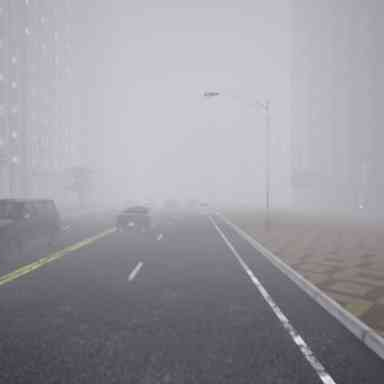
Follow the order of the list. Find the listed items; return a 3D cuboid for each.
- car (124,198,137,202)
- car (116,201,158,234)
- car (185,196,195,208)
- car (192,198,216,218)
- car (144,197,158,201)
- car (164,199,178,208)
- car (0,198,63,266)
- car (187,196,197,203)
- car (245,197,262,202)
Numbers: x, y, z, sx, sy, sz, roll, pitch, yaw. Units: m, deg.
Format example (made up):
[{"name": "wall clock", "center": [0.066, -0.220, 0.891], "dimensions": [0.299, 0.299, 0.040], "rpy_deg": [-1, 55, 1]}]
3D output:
[{"name": "car", "center": [-9.783, 1.710, 53.084], "dimensions": [1.994, 1.385, 4.181], "rpy_deg": [0, 0, 1]}, {"name": "car", "center": [-3.150, 1.532, 19.745], "dimensions": [1.882, 1.535, 5.008], "rpy_deg": [0, 0, 0]}, {"name": "car", "center": [0.007, 1.618, 50.896], "dimensions": [1.882, 1.535, 5.008], "rpy_deg": [0, 0, 0]}, {"name": "car", "center": [1.139, 1.612, 31.161], "dimensions": [1.812, 1.442, 4.674], "rpy_deg": [0, 0, 0]}, {"name": "car", "center": [-6.548, 1.623, 52.860], "dimensions": [1.882, 1.535, 5.008], "rpy_deg": [0, 0, 0]}, {"name": "car", "center": [-3.147, 1.702, 50.087], "dimensions": [1.994, 1.385, 4.181], "rpy_deg": [0, 0, 0]}, {"name": "car", "center": [-6.599, 1.255, 12.005], "dimensions": [2.150, 2.045, 5.566], "rpy_deg": [0, 0, 0]}, {"name": "car", "center": [0.003, 1.566, 71.652], "dimensions": [1.994, 1.385, 4.181], "rpy_deg": [0, 0, 0]}, {"name": "car", "center": [15.924, 2.067, 86.655], "dimensions": [4.403, 1.369, 2.008], "rpy_deg": [1, 0, -1]}]
